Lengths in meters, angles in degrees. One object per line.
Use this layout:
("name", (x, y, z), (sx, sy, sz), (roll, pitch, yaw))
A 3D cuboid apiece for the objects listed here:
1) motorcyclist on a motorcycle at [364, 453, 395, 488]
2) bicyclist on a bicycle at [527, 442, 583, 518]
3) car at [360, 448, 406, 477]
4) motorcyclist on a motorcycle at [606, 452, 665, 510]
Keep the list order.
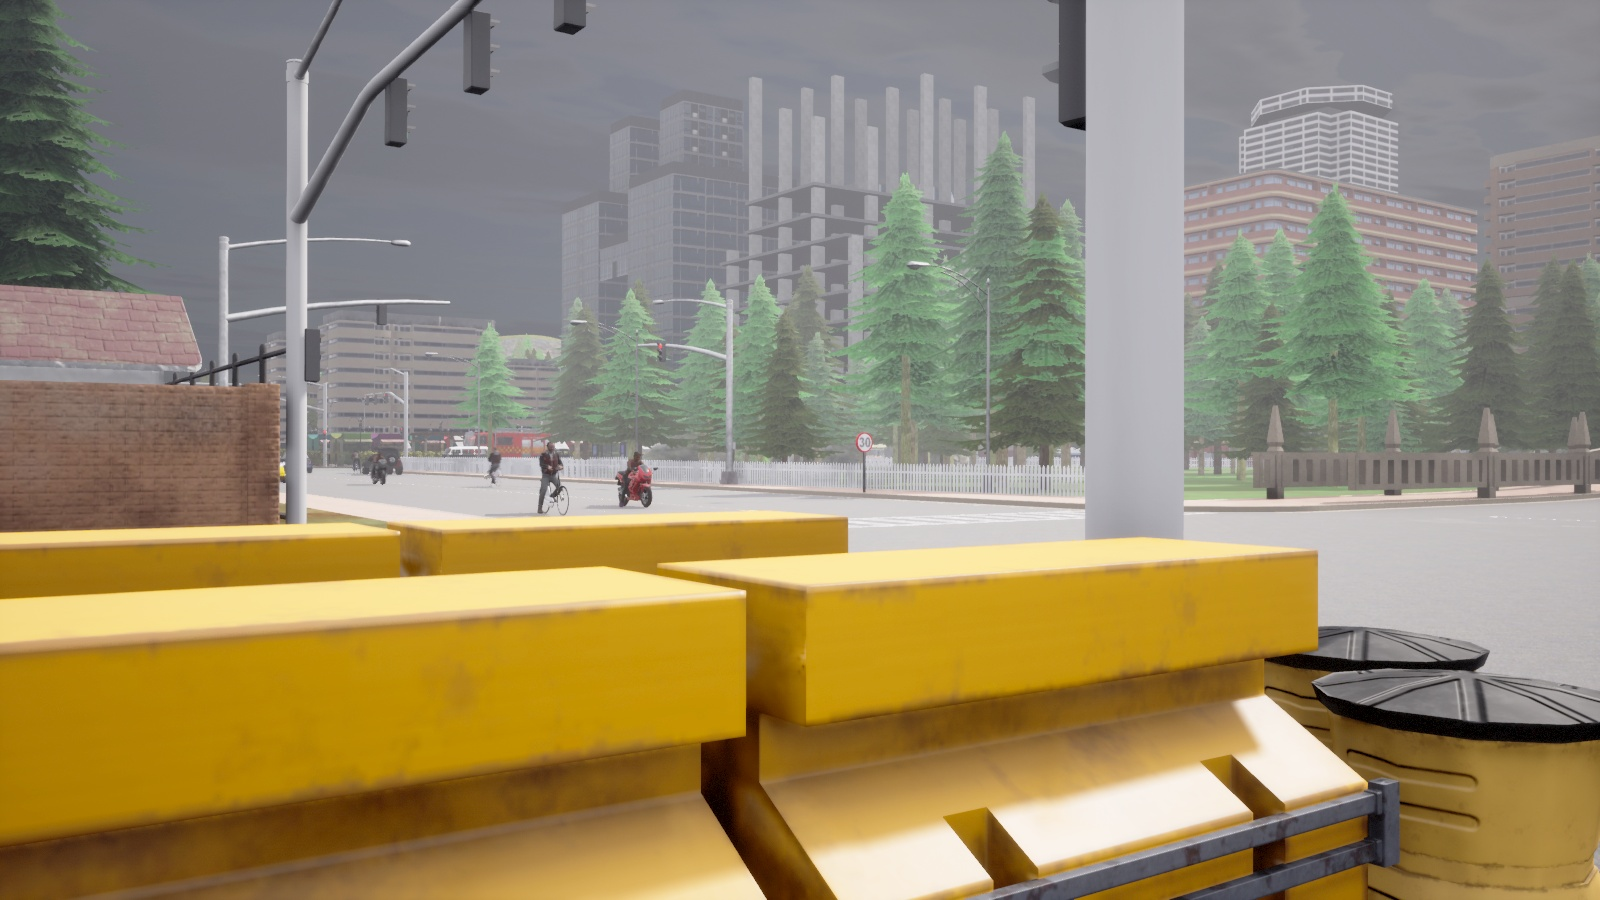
("motorcyclist on a motorcycle", (-18.901, 0.905, 56.431), (0.797, 1.523, 2.044), (0, 0, -33))
("bicyclist on a bicycle", (-5.881, 0.701, 30.030), (0.659, 1.776, 1.843), (0, 0, -33))
("car", (-27.282, 0.799, 82.118), (1.905, 1.878, 3.866), (0, 0, -33))
("motorcyclist on a motorcycle", (-4.504, 0.820, 34.329), (0.797, 1.523, 2.044), (0, 0, -33))
